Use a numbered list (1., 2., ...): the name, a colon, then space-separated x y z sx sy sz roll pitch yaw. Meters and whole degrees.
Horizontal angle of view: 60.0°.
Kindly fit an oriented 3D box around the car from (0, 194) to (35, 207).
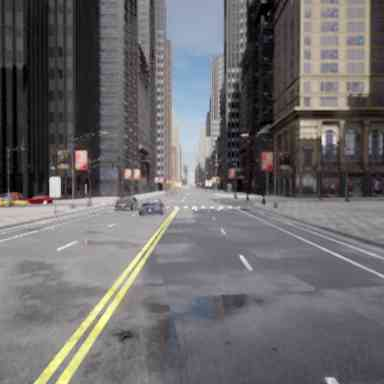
1. car: -23.852 1.345 43.710 4.829 1.417 1.752 -1 2 0

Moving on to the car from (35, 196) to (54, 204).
1. car: -23.993 1.233 52.237 4.507 1.381 1.887 -1 2 0

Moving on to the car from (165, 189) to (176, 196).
1. car: -6.520 0.240 93.533 2.097 1.767 4.553 0 1 0

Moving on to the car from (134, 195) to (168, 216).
1. car: -3.327 1.241 28.271 1.994 1.385 4.181 0 1 0

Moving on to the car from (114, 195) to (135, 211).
1. car: -6.533 1.122 33.687 1.837 1.490 4.892 0 0 1
